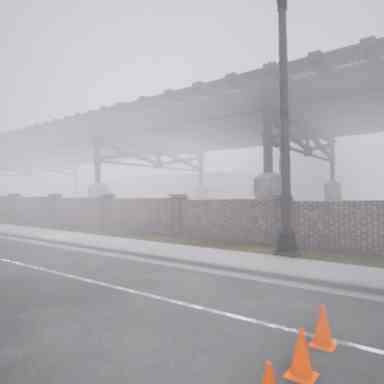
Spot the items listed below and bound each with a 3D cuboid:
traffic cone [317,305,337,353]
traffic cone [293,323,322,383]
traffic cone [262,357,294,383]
[{"bbox_3d":[1.913,1.956,4.879,0.340,0.580,0.340,0,0,36],"label":"traffic cone"},{"bbox_3d":[1.332,1.956,4.066,0.340,0.580,0.340,0,0,36],"label":"traffic cone"},{"bbox_3d":[0.750,1.956,3.253,0.340,0.580,0.340,0,0,36],"label":"traffic cone"}]
